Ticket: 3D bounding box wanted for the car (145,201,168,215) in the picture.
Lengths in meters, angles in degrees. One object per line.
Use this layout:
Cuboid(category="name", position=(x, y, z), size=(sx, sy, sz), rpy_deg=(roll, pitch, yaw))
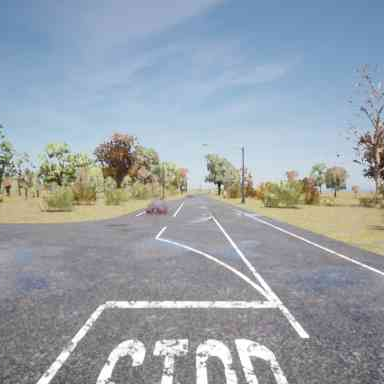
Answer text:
Cuboid(category="car", position=(-3.415, 1.542, 32.994), size=(1.994, 1.385, 4.181), rpy_deg=(0, 0, 0))
